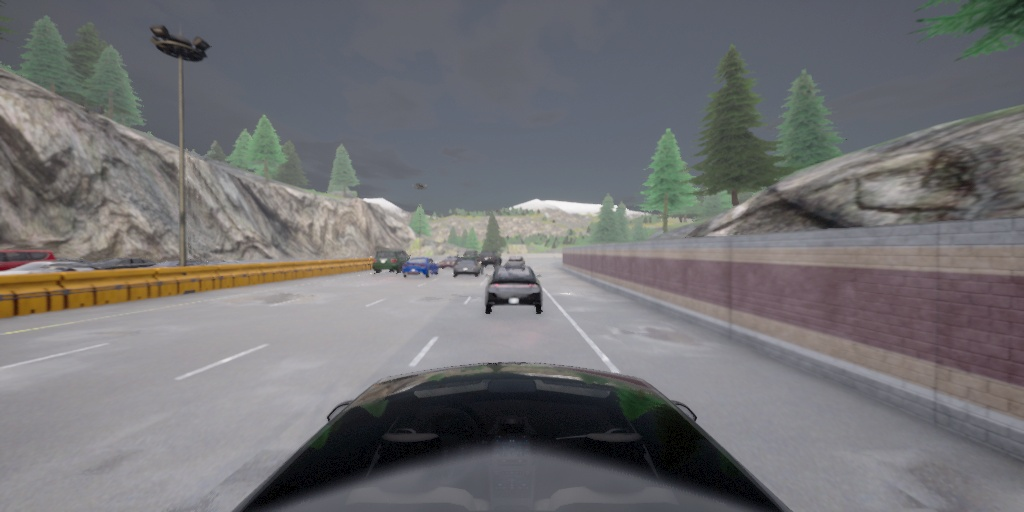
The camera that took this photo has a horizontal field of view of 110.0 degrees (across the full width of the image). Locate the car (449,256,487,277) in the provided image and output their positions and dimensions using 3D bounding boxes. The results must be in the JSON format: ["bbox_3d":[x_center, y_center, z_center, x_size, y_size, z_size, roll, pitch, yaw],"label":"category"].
[{"bbox_3d":[-3.443,0.911,28.857,1.994,1.385,4.181,0,1,1],"label":"car"}]

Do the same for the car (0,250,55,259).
[{"bbox_3d":[-28.071,0.677,19.123,2.150,2.045,5.566,0,1,0],"label":"car"}]

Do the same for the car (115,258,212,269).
[{"bbox_3d":[-21.138,0.966,22.811,2.033,1.411,5.357,0,1,0],"label":"car"}]

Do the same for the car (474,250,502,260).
[{"bbox_3d":[-2.524,0.373,42.343,2.150,2.045,5.566,0,1,7],"label":"car"}]

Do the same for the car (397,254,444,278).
[{"bbox_3d":[-6.968,0.835,27.926,1.882,1.535,5.008,0,0,1],"label":"car"}]

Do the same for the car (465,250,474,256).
[{"bbox_3d":[-6.374,0.093,60.808,2.150,2.045,5.566,0,0,15],"label":"car"}]

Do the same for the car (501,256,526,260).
[{"bbox_3d":[0.458,0.736,36.190,2.128,1.511,4.902,0,1,4],"label":"car"}]

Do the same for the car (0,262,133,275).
[{"bbox_3d":[-21.088,1.113,16.578,1.895,1.301,4.718,0,1,0],"label":"car"}]

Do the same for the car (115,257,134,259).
[{"bbox_3d":[-28.111,0.874,25.631,1.837,1.490,4.892,0,1,1],"label":"car"}]

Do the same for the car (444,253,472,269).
[{"bbox_3d":[-6.381,0.730,39.862,2.033,1.411,5.357,0,1,7],"label":"car"}]

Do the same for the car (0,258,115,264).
[{"bbox_3d":[-24.573,1.001,18.906,1.812,1.442,4.674,0,1,0],"label":"car"}]

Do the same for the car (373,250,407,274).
[{"bbox_3d":[-10.378,0.518,31.826,2.150,2.045,5.566,0,1,2],"label":"car"}]

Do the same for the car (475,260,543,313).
[{"bbox_3d":[0.052,1.075,13.010,2.128,1.511,4.902,0,1,0],"label":"car"}]
